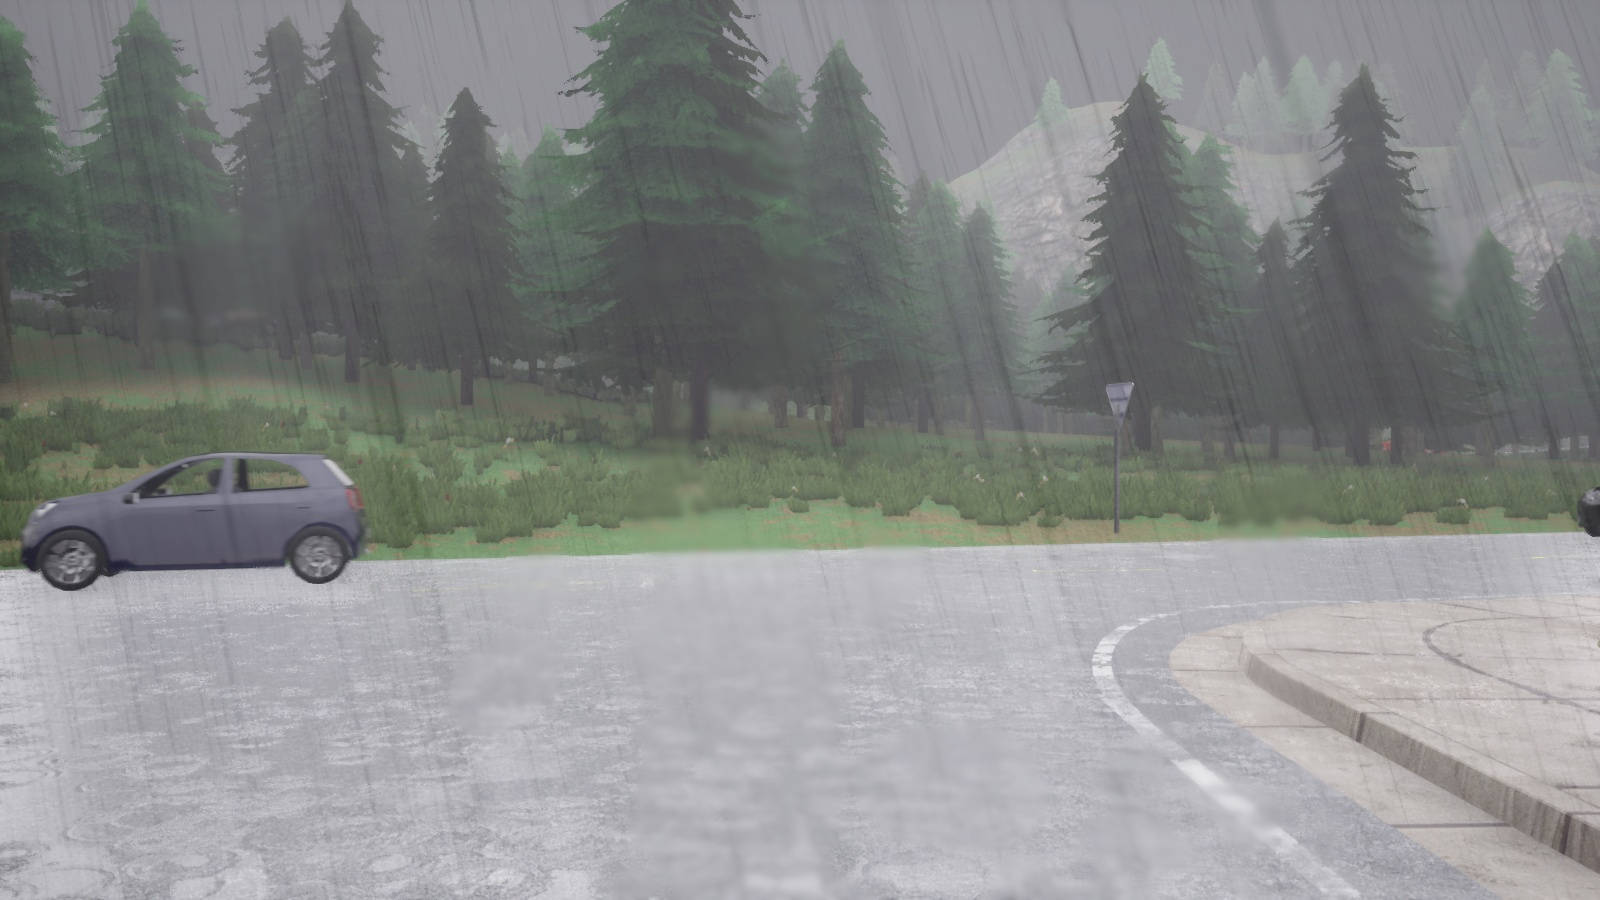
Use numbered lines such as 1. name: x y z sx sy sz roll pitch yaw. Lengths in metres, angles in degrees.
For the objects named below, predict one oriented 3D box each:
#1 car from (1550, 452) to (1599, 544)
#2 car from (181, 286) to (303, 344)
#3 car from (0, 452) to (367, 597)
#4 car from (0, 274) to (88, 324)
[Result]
1. car: 15.274 0.775 20.821 4.792 1.488 2.163 0 0 -16
2. car: -25.525 -6.127 57.565 4.605 1.855 1.932 6 -4 -43
3. car: -6.975 0.782 14.496 3.633 1.501 1.845 0 0 -16
4. car: -34.208 -6.695 55.120 5.027 1.651 2.152 3 -1 -31
